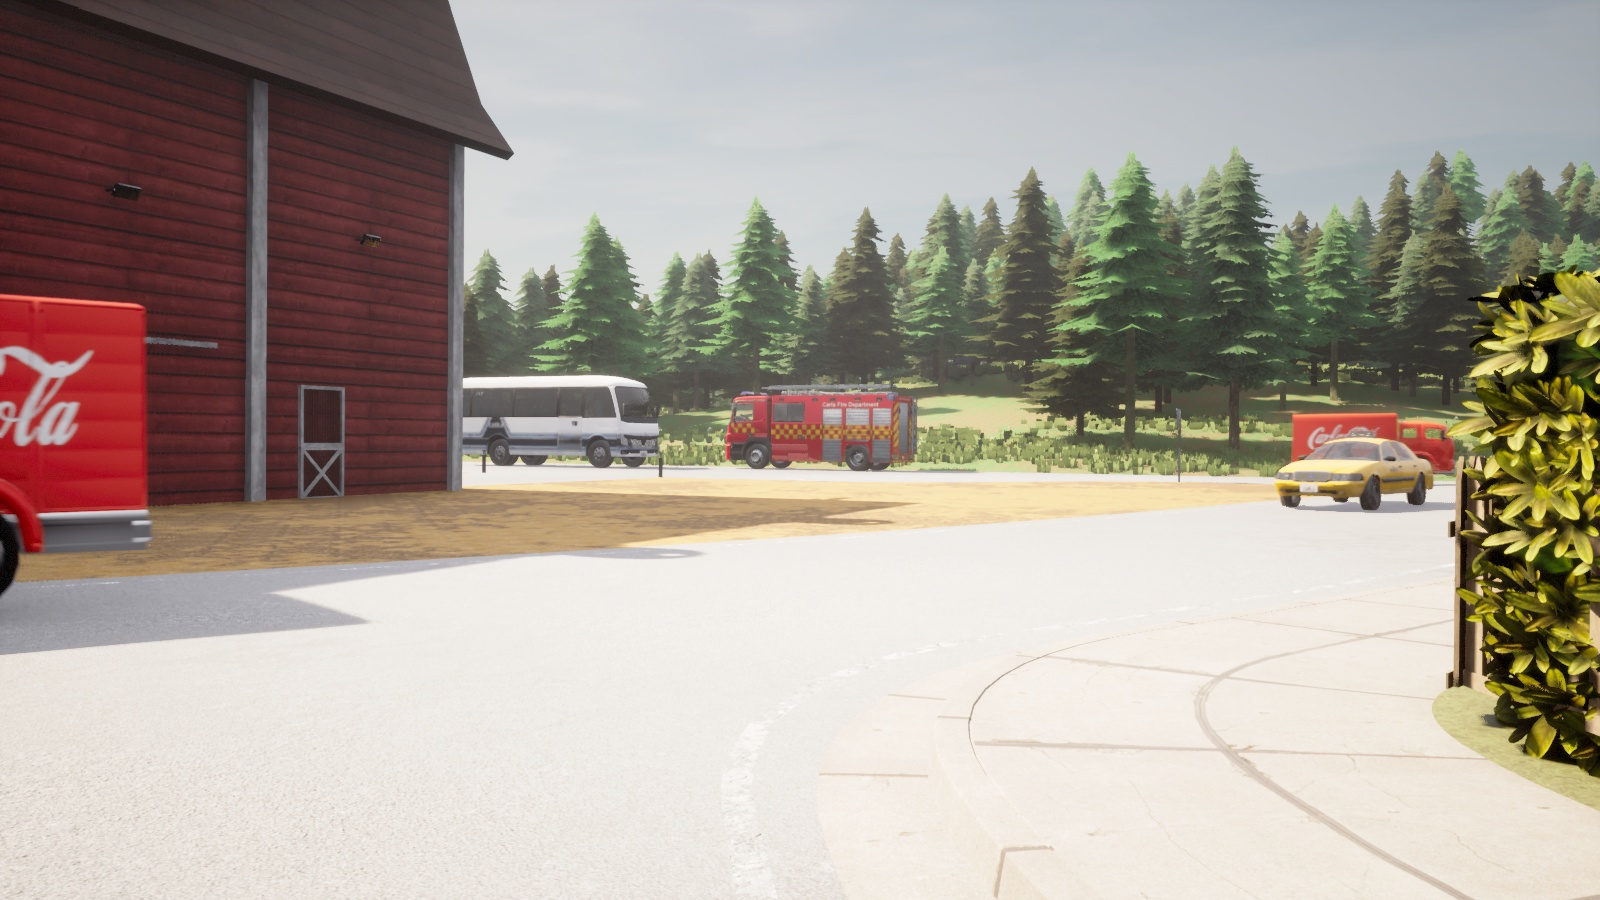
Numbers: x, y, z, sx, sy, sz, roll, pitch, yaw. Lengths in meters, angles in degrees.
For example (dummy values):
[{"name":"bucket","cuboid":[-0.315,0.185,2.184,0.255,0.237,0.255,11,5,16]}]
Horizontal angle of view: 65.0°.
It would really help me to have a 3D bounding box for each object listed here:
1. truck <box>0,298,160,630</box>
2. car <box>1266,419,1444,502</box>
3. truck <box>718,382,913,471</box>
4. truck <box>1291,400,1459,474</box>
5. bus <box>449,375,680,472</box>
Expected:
[{"name":"truck","cuboid":[-7.976,0.157,9.374,5.204,2.467,2.627,-1,0,-40]},{"name":"car","cuboid":[11.809,0.165,26.493,1.801,1.575,5.366,0,1,42]},{"name":"truck","cuboid":[0.667,-1.022,57.294,8.468,3.827,2.891,0,0,26]},{"name":"truck","cuboid":[20.116,-0.419,44.035,5.204,2.467,2.627,-1,0,26]},{"name":"bus","cuboid":[-11.111,-1.139,59.087,10.273,4.253,3.944,0,0,26]}]
